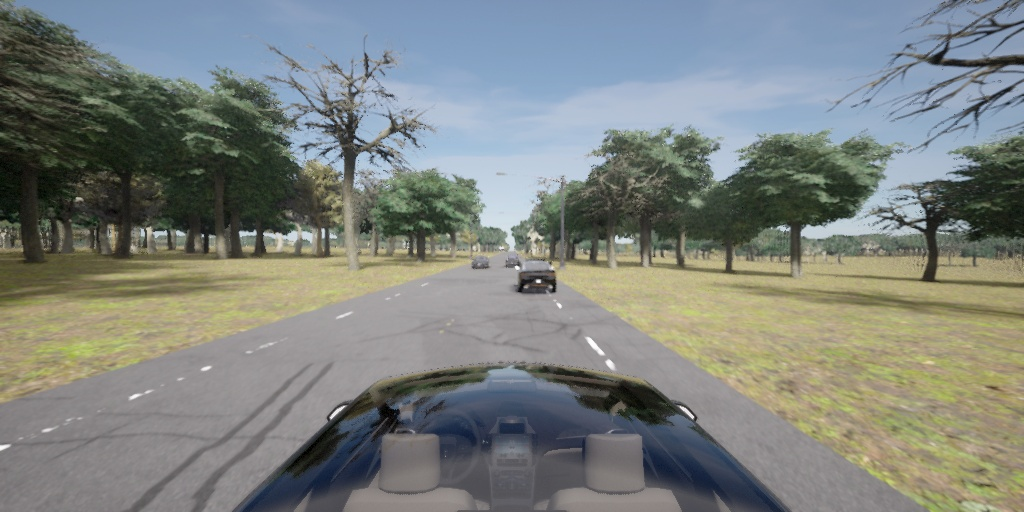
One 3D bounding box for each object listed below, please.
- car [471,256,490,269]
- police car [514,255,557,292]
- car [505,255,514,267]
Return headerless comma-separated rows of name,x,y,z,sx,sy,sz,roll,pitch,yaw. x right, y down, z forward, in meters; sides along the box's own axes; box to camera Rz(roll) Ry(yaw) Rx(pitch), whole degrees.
car,-3.566,0.702,41.226,1.837,1.490,4.892,0,1,0
police car,1.224,0.927,19.100,1.930,1.638,5.238,0,1,0
car,0.071,0.611,46.941,2.128,1.511,4.902,0,1,0
